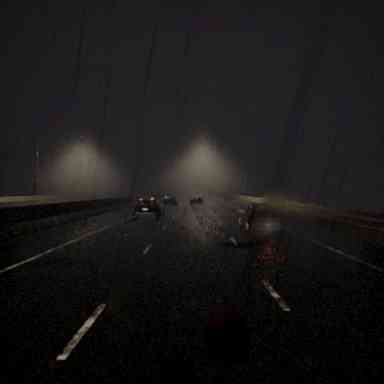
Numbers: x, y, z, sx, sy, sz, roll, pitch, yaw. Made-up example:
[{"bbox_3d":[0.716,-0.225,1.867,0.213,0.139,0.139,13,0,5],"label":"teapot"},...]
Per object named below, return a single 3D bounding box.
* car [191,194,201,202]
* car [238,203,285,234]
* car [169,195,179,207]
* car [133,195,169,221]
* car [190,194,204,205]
[{"bbox_3d":[0.818,1.125,66.347,2.033,1.411,5.357,0,0,1],"label":"car"},{"bbox_3d":[3.725,1.378,18.350,1.837,1.490,4.892,0,0,1],"label":"car"},{"bbox_3d":[-2.979,1.191,46.100,2.128,1.511,4.902,0,0,1],"label":"car"},{"bbox_3d":[-3.228,1.249,25.557,2.033,1.649,4.856,0,1,1],"label":"car"},{"bbox_3d":[0.689,1.164,50.540,2.128,1.511,4.902,0,0,0],"label":"car"}]
